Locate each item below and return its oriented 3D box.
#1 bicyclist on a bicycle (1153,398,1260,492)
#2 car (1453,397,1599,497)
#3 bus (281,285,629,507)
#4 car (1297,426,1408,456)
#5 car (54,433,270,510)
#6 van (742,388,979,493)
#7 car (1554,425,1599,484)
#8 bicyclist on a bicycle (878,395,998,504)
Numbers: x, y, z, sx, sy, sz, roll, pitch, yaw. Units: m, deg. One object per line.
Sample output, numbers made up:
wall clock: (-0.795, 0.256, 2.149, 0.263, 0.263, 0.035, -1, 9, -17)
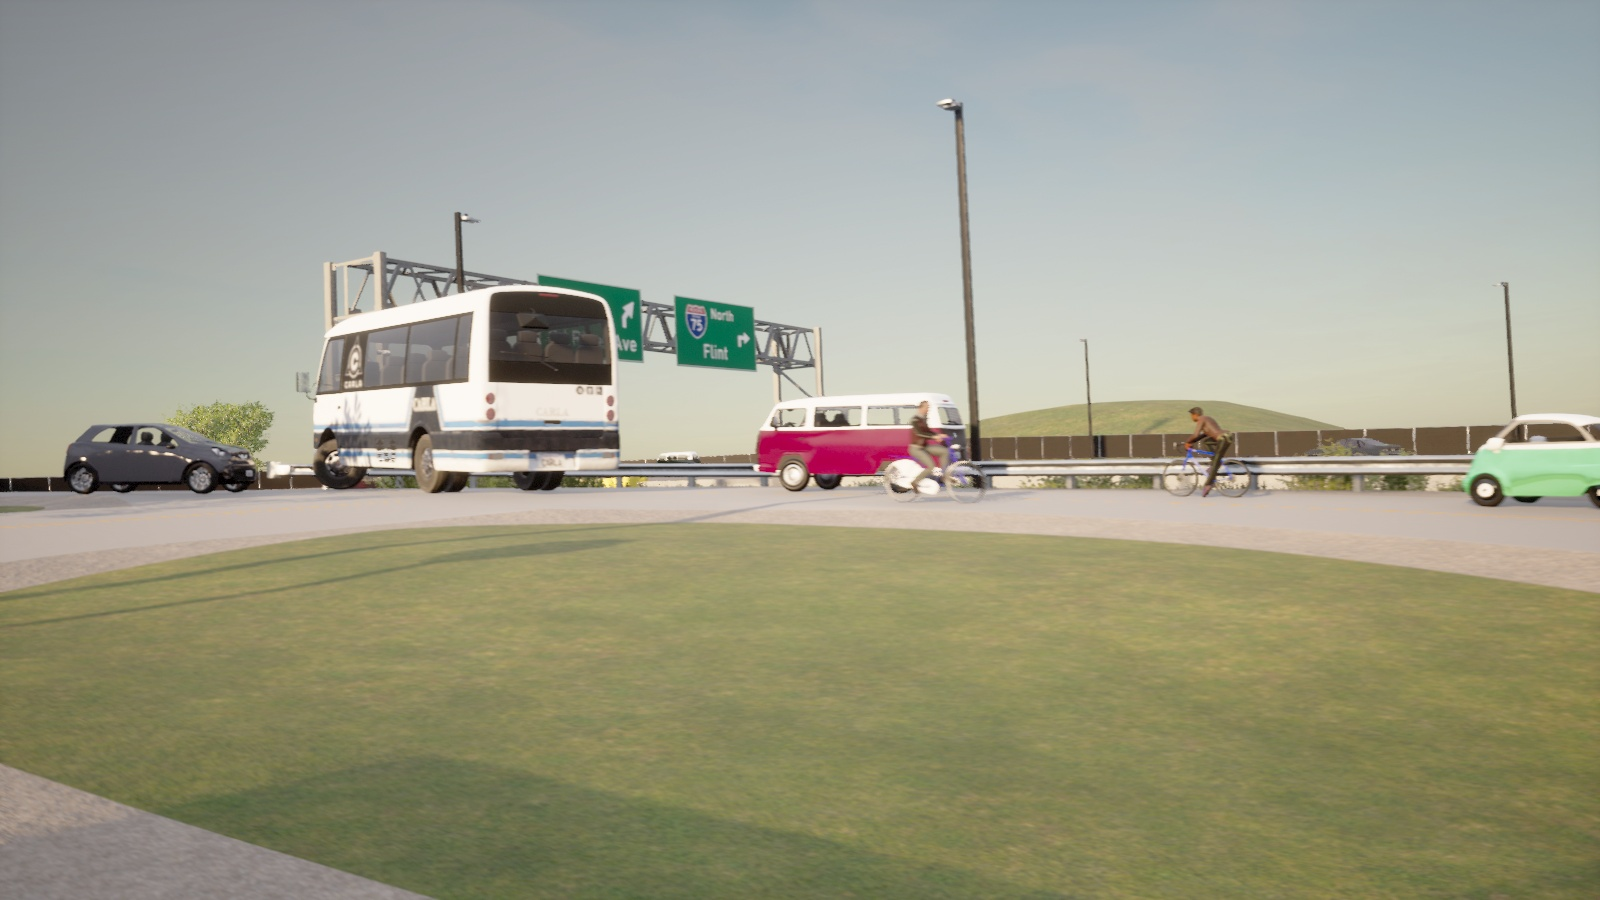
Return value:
bicyclist on a bicycle: (7.215, -0.077, 22.345, 1.656, 1.620, 0.582, -2, 0, 42)
car: (11.046, -0.057, 18.332, 1.481, 1.376, 2.207, -3, 1, -36)
bus: (-8.440, -1.044, 29.332, 3.944, 4.253, 10.273, -2, 1, -39)
car: (30.220, -0.470, 68.856, 2.033, 1.411, 5.357, -3, 0, -30)
car: (-13.452, 0.458, 26.616, 3.633, 1.501, 1.845, -1, -1, 2)
van: (1.257, -0.167, 26.450, 4.480, 2.038, 2.069, -1, 0, 30)
car: (22.435, 0.032, 32.861, 4.514, 1.525, 2.007, -3, -1, 33)
bicyclist on a bicycle: (2.315, -0.003, 21.147, 1.843, 1.776, 0.659, -1, 1, 30)
